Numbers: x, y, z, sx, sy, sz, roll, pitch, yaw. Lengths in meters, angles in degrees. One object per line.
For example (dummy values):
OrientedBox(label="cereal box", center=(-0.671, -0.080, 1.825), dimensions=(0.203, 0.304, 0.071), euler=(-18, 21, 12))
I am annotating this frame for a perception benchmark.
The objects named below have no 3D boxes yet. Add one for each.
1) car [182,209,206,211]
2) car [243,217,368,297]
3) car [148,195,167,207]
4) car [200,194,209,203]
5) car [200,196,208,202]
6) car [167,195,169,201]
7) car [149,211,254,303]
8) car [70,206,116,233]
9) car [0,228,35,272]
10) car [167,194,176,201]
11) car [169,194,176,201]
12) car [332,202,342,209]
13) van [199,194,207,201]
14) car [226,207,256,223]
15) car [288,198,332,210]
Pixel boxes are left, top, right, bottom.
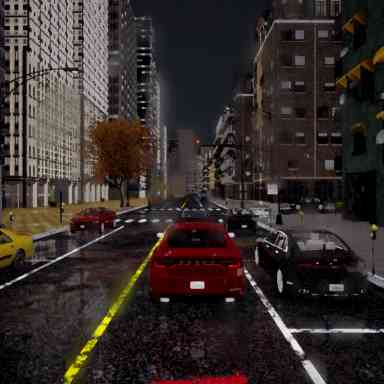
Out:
OrientedBox(label="car", center=(0.110, 1.605, 18.385), dimensions=(1.895, 1.301, 4.718), euler=(0, 0, 0))
OrientedBox(label="car", center=(2.700, 1.552, 8.389), dimensions=(2.008, 1.369, 4.403), euler=(0, 0, 0))
OrientedBox(label="car", center=(-5.627, 1.349, 51.854), dimensions=(2.192, 1.841, 5.009), euler=(0, 0, 0))
OrientedBox(label="car", center=(2.782, 1.630, 73.934), dimensions=(1.947, 1.339, 4.313), euler=(0, 0, 0))
OrientedBox(label="car", center=(2.789, 1.599, 79.627), dimensions=(1.752, 1.417, 4.829), euler=(0, 0, 0))
OrientedBox(label="car", center=(-5.619, 1.607, 57.377), dimensions=(1.947, 1.339, 4.313), euler=(0, 0, 0))
OrientedBox(label="car", center=(0.102, 1.478, 8.294), dimensions=(1.882, 1.535, 5.008), euler=(0, 0, 0))
OrientedBox(label="car", center=(-5.667, 1.549, 19.466), dimensions=(1.887, 1.381, 4.507), euler=(0, 0, 0))
OrientedBox(label="car", center=(-5.681, 1.526, 8.230), dimensions=(1.752, 1.417, 4.829), euler=(0, 0, 0))
OrientedBox(label="car", center=(-5.578, 1.410, 90.514), dimensions=(2.192, 1.841, 5.009), euler=(0, 0, 0))
OrientedBox(label="car", center=(-5.585, 1.649, 84.992), dimensions=(1.947, 1.339, 4.313), euler=(0, 0, 0))
OrientedBox(label="car", center=(18.871, 1.259, 38.895), dimensions=(4.829, 1.417, 1.752), euler=(-1, 1, 0))
OrientedBox(label="van", center=(2.796, 1.425, 84.981), dimensions=(1.690, 1.788, 3.998), euler=(0, 0, 0))
OrientedBox(label="car", center=(2.713, 1.555, 19.455), dimensions=(2.008, 1.369, 4.403), euler=(0, 0, 0))
OrientedBox(label="car", center=(13.475, 1.359, 38.848), dimensions=(4.403, 1.369, 2.008), euler=(-1, 1, 0))
